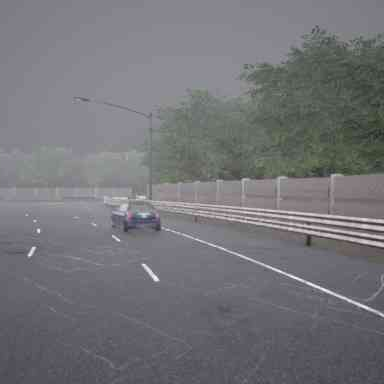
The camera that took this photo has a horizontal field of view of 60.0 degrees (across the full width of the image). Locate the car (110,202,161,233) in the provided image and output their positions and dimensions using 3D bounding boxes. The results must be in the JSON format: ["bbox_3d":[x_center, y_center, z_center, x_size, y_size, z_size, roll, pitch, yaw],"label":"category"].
[{"bbox_3d":[-3.488,1.352,19.910,2.097,1.767,4.553,0,0,-24],"label":"car"}]
